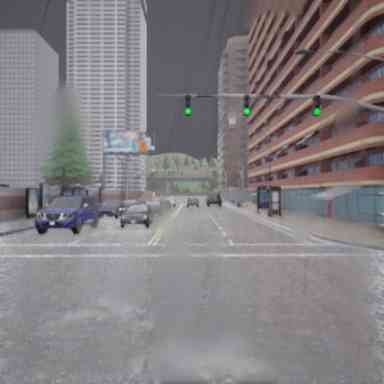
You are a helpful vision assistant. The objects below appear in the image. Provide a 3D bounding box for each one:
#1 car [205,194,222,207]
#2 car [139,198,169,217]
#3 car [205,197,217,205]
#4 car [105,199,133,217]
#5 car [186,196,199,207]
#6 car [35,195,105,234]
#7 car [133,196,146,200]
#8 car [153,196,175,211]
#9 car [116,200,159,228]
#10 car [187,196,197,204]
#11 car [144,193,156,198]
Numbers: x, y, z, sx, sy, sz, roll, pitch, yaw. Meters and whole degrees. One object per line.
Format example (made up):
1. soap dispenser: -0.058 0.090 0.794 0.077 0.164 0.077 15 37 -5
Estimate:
1. car: 3.534 1.275 53.073 2.150 2.045 5.566 0 0 0
2. car: -3.571 1.550 31.762 1.812 1.442 4.674 0 0 0
3. car: 3.539 1.660 62.640 1.895 1.301 4.718 0 0 0
4. car: -7.080 1.563 29.863 2.033 1.411 5.357 0 0 0
5. car: 0.130 1.592 52.271 2.033 1.411 5.357 0 0 0
6. car: -7.087 1.231 19.613 2.150 2.045 5.566 0 0 0
7. car: -7.066 1.548 39.357 1.812 1.442 4.674 0 0 1
8. car: -3.557 1.578 41.473 2.033 1.411 5.357 0 0 0
9. car: -3.583 1.544 22.665 1.812 1.442 4.674 0 0 0
10. car: 0.040 1.530 63.722 1.882 1.535 5.008 0 0 0
11. car: -7.012 1.380 49.201 2.097 1.767 4.553 0 0 1
